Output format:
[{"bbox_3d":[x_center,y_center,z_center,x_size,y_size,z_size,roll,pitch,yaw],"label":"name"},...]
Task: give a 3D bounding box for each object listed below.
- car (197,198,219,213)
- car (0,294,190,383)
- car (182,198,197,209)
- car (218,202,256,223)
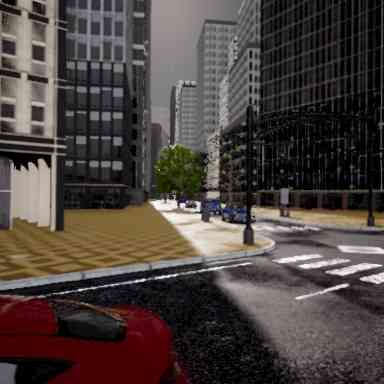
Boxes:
[{"bbox_3d":[2.416,1.821,42.850,2.150,2.045,5.566,1,-1,-7],"label":"car"},{"bbox_3d":[-2.172,1.520,2.024,4.674,1.442,1.812,1,0,-36],"label":"car"},{"bbox_3d":[-0.138,2.438,63.693,2.033,1.411,5.357,1,-1,-7],"label":"car"},{"bbox_3d":[4.089,1.771,29.587,2.097,1.767,4.553,1,-1,-8],"label":"car"}]
